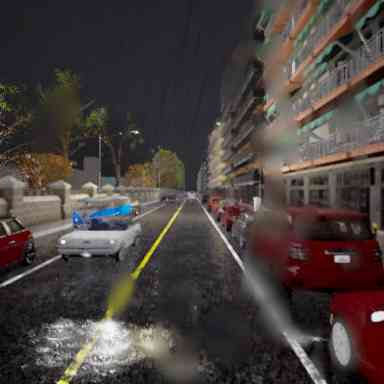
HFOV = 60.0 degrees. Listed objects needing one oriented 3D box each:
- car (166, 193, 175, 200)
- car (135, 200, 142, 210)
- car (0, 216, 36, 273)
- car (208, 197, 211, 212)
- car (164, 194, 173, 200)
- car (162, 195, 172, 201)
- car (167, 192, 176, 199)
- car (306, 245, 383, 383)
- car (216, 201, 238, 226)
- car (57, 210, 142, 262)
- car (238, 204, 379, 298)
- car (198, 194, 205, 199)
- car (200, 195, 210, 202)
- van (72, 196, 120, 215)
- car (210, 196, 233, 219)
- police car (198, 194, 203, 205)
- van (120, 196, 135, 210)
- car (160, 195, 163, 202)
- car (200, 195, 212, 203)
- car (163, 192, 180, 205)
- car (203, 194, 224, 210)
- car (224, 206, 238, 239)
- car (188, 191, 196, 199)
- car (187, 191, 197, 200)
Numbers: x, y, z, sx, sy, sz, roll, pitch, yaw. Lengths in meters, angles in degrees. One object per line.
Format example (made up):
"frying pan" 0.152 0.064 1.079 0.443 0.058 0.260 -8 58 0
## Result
"car" -5.678 1.130 87.174 1.967 1.590 4.097 0 0 0
"car" -5.685 1.418 30.873 2.008 1.369 4.403 0 0 0
"car" -5.687 1.401 8.353 1.967 1.590 4.097 0 0 0
"car" 2.695 1.450 30.873 1.802 1.307 4.206 0 0 0
"car" -5.679 1.247 81.546 1.887 1.381 4.507 0 0 0
"car" -5.680 1.300 75.918 1.802 1.307 4.206 0 0 0
"car" -5.678 0.995 92.805 2.192 1.841 5.009 0 0 0
"car" 2.692 1.531 2.722 1.887 1.381 4.507 0 0 0
"car" 2.694 1.457 19.613 1.887 1.381 4.507 0 0 0
"car" -3.100 1.545 12.011 1.895 1.301 4.718 0 0 0
"car" 2.694 1.276 8.351 2.192 1.841 5.009 0 0 0
"car" 2.703 1.262 92.804 1.802 1.307 4.206 0 0 0
"car" 2.701 1.281 70.285 1.887 1.381 4.507 0 0 0
"van" -5.686 1.253 19.613 1.690 1.788 3.998 0 0 0
"car" 2.695 1.329 25.242 1.967 1.590 4.097 0 0 0
"police car" 2.373 1.220 52.322 1.930 1.638 5.238 0 0 0
"van" -5.685 1.230 25.242 1.690 1.788 3.998 0 0 0
"car" -5.680 1.302 70.287 1.947 1.339 4.313 0 0 0
"car" 2.699 1.306 64.655 2.008 1.369 4.403 0 0 0
"car" -3.054 1.143 53.540 2.097 1.767 4.553 0 0 0
"car" 2.696 1.163 36.502 2.192 1.841 5.009 0 0 0
"car" 2.693 1.486 13.983 2.008 1.369 4.403 0 0 0
"car" 0.014 0.794 92.320 2.150 2.045 5.566 0 0 0
"car" 0.011 1.071 71.580 1.812 1.442 4.674 0 0 0
